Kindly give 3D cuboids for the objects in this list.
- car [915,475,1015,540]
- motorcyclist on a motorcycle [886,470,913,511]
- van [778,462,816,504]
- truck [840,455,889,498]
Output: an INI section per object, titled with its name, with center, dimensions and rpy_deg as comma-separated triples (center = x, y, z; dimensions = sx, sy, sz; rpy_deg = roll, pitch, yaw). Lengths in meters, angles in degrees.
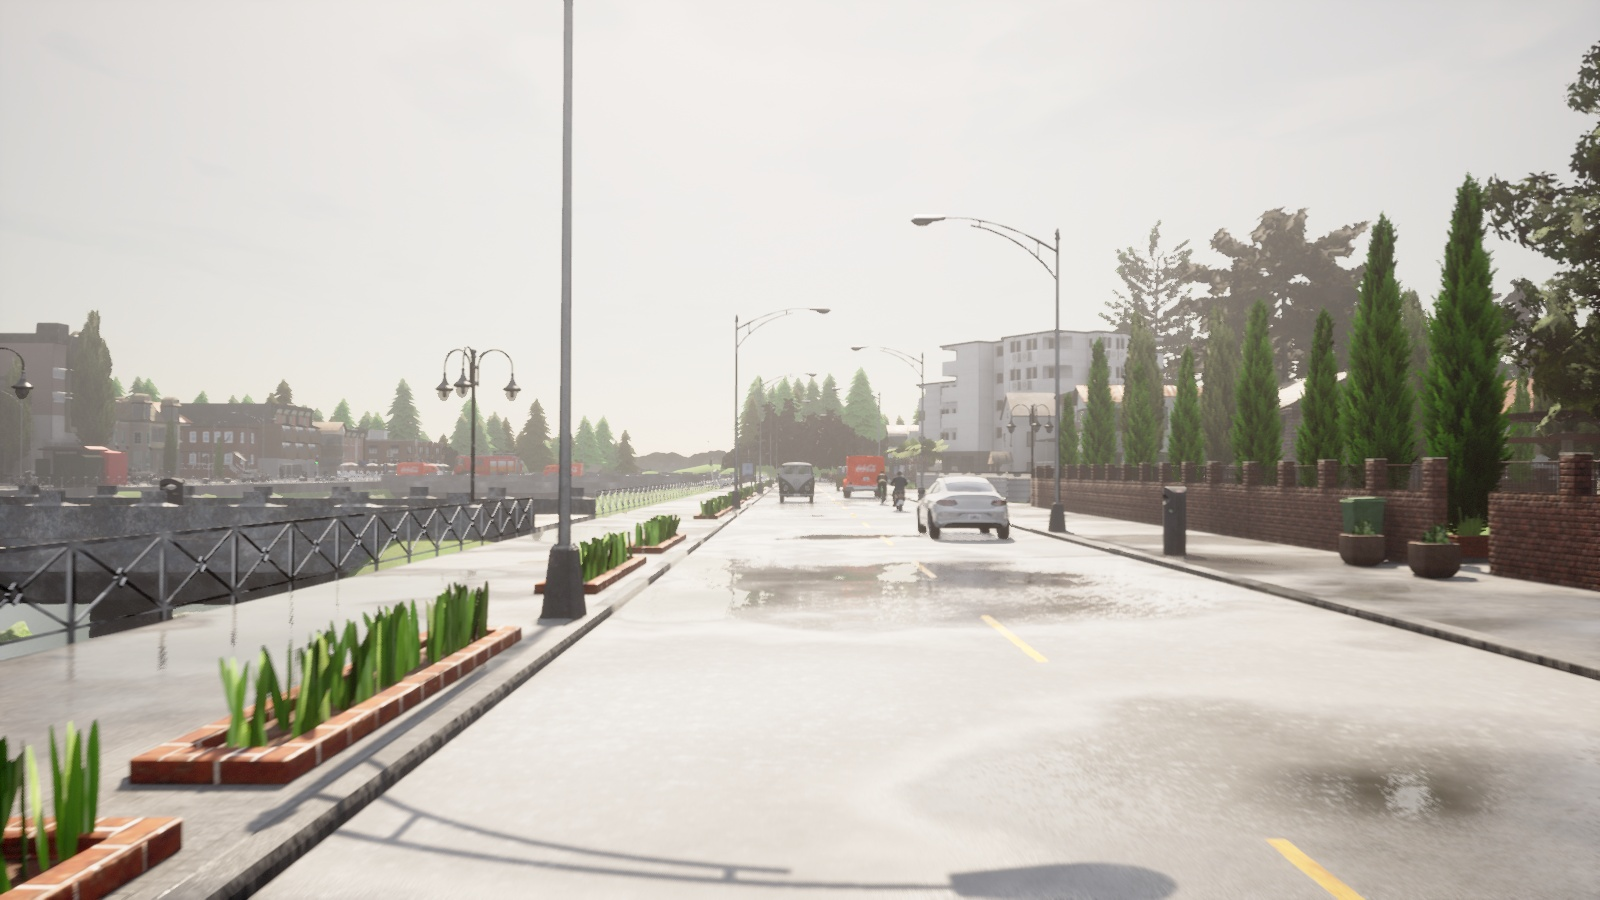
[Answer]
[car]
center = 3.929, 1.337, 30.592
dimensions = 1.812, 1.442, 4.674
rpy_deg = 0, -1, 0
[motorcyclist on a motorcycle]
center = 3.885, 1.576, 49.174
dimensions = 0.866, 1.590, 1.817
rpy_deg = 0, -1, 0
[van]
center = -0.147, 1.607, 62.059
dimensions = 1.775, 1.987, 4.442
rpy_deg = 0, -1, 0
[truck]
center = 3.822, 1.569, 75.061
dimensions = 2.627, 2.467, 5.204
rpy_deg = 0, -1, 0
